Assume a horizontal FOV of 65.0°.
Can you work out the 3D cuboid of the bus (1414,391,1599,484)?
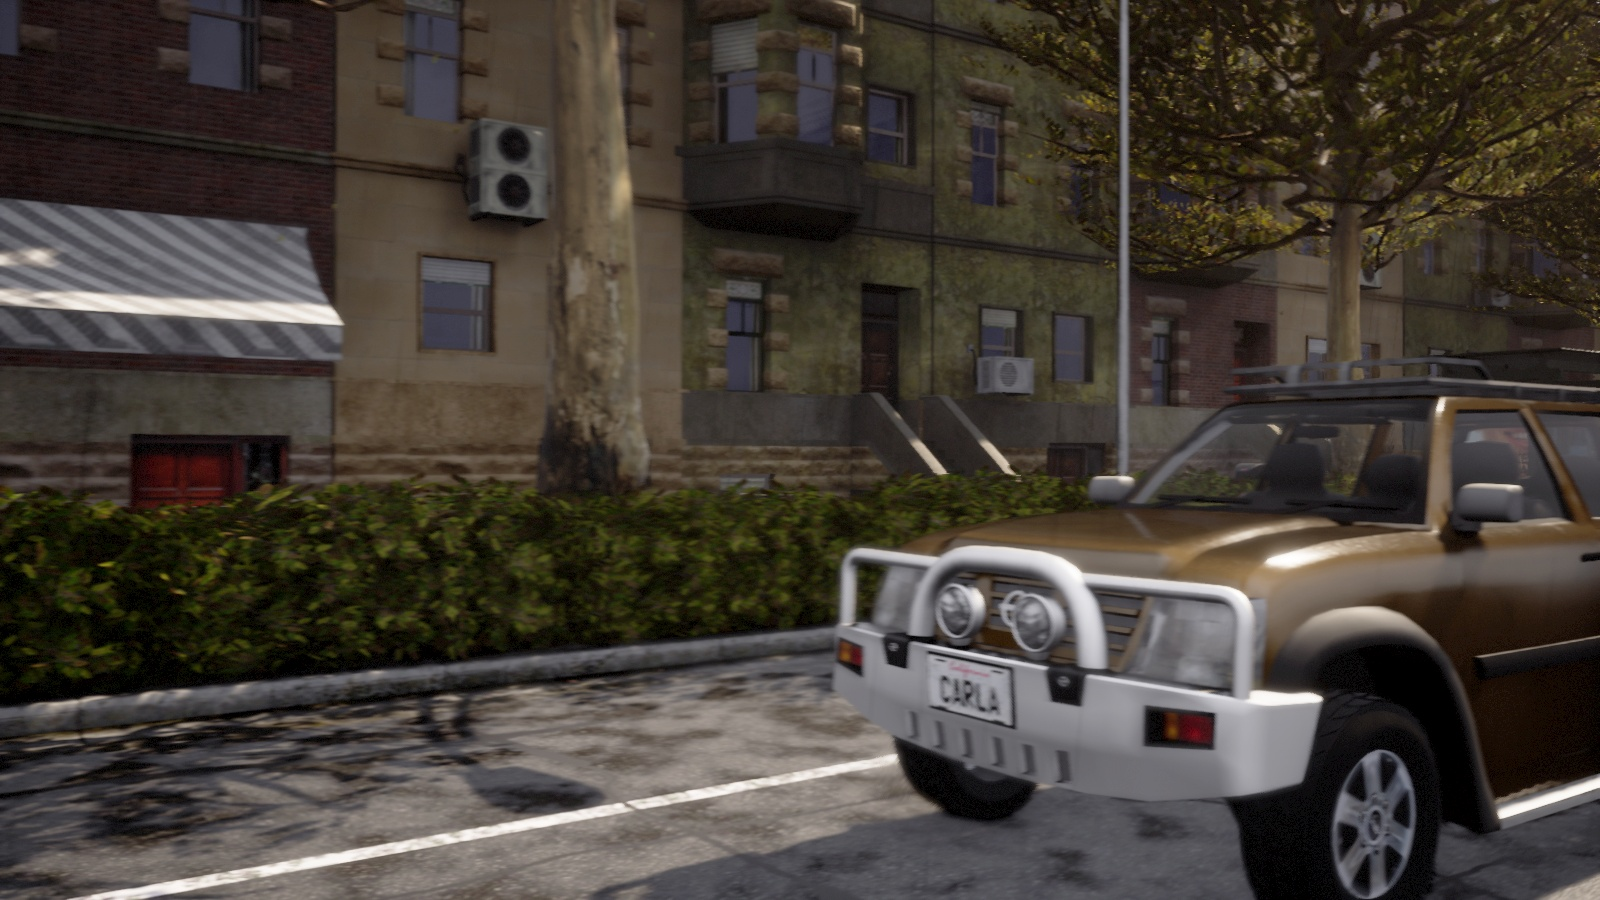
[{"bbox_3d":[36.053,-0.558,61.266,3.944,4.253,10.273,0,0,-35],"label":"bus"}]

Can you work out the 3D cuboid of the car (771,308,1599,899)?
[{"bbox_3d":[2.334,0.570,5.282,4.605,1.855,1.932,0,0,-35],"label":"car"}]
